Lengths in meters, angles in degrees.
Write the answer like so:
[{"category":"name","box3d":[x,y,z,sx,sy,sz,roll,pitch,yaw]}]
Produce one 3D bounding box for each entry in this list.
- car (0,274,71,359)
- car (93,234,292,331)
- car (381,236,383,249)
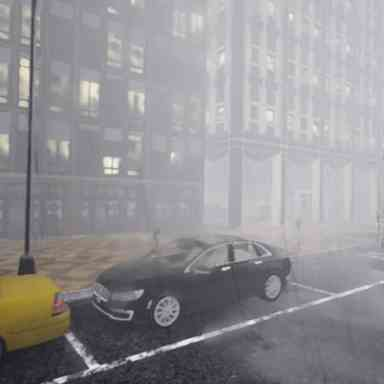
[{"category":"car","box3d":[-4.002,1.514,3.853,4.829,1.417,1.752,1,0,-36]},{"category":"car","box3d":[0.215,1.593,6.863,4.403,1.369,2.008,1,0,-36]},{"category":"car","box3d":[9.325,1.682,13.287,4.829,1.417,1.752,1,0,-36]}]
